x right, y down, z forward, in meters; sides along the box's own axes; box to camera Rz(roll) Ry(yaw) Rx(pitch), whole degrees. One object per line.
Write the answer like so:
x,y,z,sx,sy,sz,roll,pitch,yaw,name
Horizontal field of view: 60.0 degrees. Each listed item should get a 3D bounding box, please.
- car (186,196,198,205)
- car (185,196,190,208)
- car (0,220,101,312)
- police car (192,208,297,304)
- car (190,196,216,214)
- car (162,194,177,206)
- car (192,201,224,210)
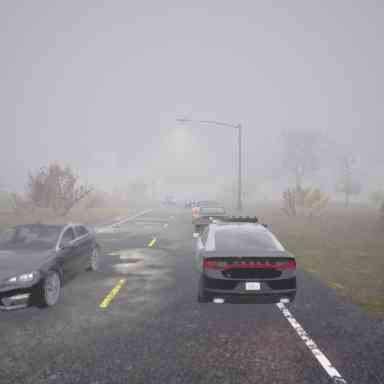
0.008,1.431,58.620,2.033,1.411,5.357,0,0,0,car
0.040,1.525,45.475,1.895,1.301,4.718,0,0,0,car
-3.598,1.486,7.934,2.128,1.511,4.902,0,0,0,car
1.052,1.419,8.334,1.930,1.638,5.238,0,0,0,police car
1.055,1.324,24.197,2.097,1.767,4.553,0,0,0,car
-3.505,1.255,52.831,2.097,1.767,4.553,0,0,0,car
1.054,1.488,18.225,1.837,1.490,4.892,0,0,0,car
